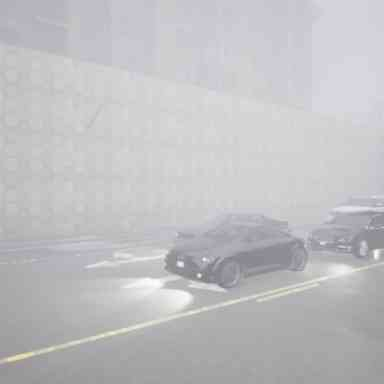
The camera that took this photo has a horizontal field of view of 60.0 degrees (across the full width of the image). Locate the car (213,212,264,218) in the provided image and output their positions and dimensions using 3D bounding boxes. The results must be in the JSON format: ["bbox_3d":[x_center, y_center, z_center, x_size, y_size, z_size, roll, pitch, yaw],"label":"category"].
[{"bbox_3d":[1.872,1.545,13.908,5.357,1.411,2.033,0,0,-35],"label":"car"}]

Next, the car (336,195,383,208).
[{"bbox_3d":[10.502,1.214,20.002,5.566,2.045,2.150,0,0,-35],"label":"car"}]

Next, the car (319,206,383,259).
[{"bbox_3d":[6.433,1.500,12.749,4.892,1.490,1.837,0,0,-35],"label":"car"}]

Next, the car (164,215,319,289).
[{"bbox_3d":[1.329,1.562,9.236,4.181,1.385,1.994,0,0,-36],"label":"car"}]
